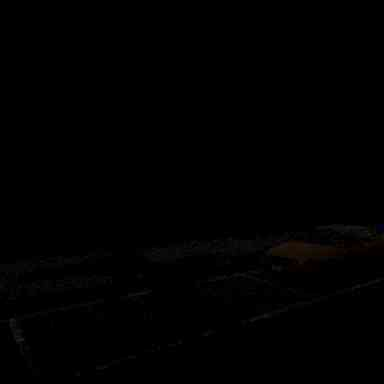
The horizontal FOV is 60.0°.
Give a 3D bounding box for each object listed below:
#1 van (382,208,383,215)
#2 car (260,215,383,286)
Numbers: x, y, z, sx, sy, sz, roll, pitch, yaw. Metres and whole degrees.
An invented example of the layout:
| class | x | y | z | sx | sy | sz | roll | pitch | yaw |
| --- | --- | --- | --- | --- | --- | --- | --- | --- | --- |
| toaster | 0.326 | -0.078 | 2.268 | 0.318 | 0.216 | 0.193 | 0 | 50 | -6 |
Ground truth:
| class | x | y | z | sx | sy | sz | roll | pitch | yaw |
| --- | --- | --- | --- | --- | --- | --- | --- | --- | --- |
| van | 8.684 | 1.352 | 12.734 | 3.998 | 1.788 | 1.690 | 0 | -1 | -35 |
| car | 3.999 | 1.532 | 9.391 | 4.829 | 1.417 | 1.752 | 0 | -1 | -35 |
